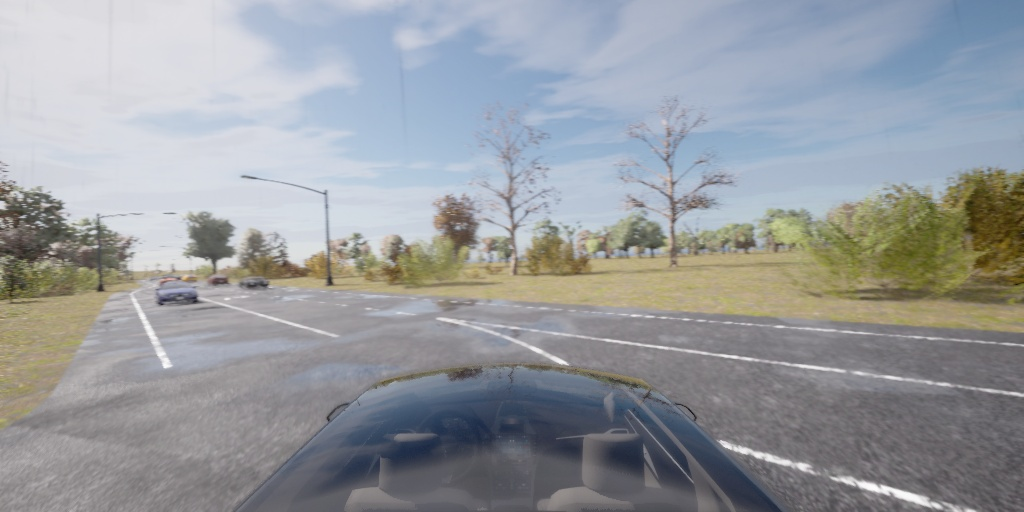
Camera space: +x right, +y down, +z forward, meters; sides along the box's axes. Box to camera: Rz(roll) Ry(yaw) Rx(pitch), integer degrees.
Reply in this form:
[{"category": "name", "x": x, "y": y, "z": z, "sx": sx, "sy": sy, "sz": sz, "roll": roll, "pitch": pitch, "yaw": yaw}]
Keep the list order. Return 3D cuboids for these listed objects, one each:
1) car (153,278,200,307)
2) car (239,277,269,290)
[{"category": "car", "x": -22.380, "y": 2.461, "z": 23.890, "sx": 4.674, "sy": 1.442, "sz": 1.812, "roll": -3, "pitch": -1, "yaw": 43}, {"category": "car", "x": -27.549, "y": 2.884, "z": 38.168, "sx": 4.718, "sy": 1.301, "sz": 1.895, "roll": -3, "pitch": -1, "yaw": 43}]
